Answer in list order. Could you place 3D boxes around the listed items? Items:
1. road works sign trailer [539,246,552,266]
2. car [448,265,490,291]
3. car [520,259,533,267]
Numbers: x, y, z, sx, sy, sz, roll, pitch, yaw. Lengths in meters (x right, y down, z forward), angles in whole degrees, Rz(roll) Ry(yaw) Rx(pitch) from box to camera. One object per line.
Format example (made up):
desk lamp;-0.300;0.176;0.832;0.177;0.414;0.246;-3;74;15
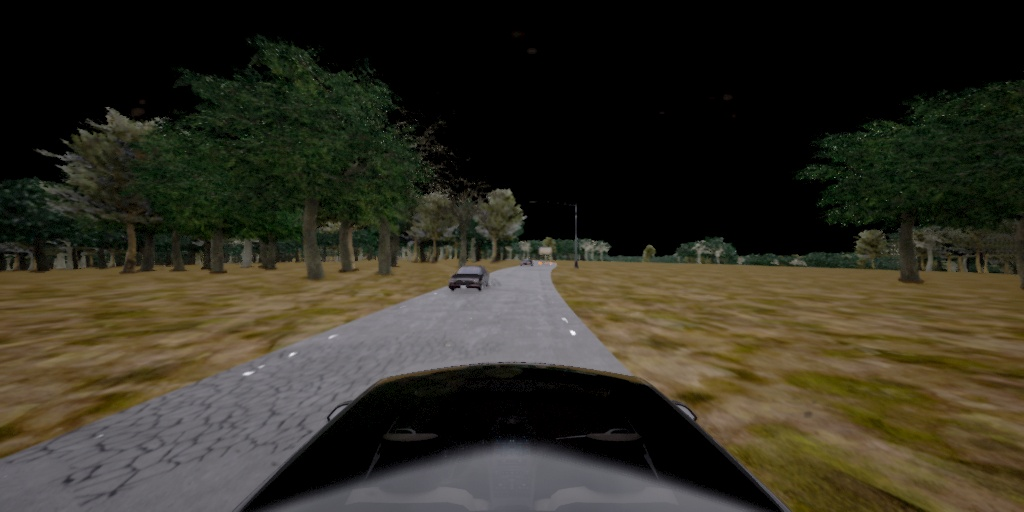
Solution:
road works sign trailer;6.037;0.064;64.861;2.380;3.560;2.880;0;0;8
car;-2.441;1.282;21.822;2.033;1.411;5.357;0;0;3
car;2.608;1.158;62.956;1.994;1.385;4.181;0;0;10
